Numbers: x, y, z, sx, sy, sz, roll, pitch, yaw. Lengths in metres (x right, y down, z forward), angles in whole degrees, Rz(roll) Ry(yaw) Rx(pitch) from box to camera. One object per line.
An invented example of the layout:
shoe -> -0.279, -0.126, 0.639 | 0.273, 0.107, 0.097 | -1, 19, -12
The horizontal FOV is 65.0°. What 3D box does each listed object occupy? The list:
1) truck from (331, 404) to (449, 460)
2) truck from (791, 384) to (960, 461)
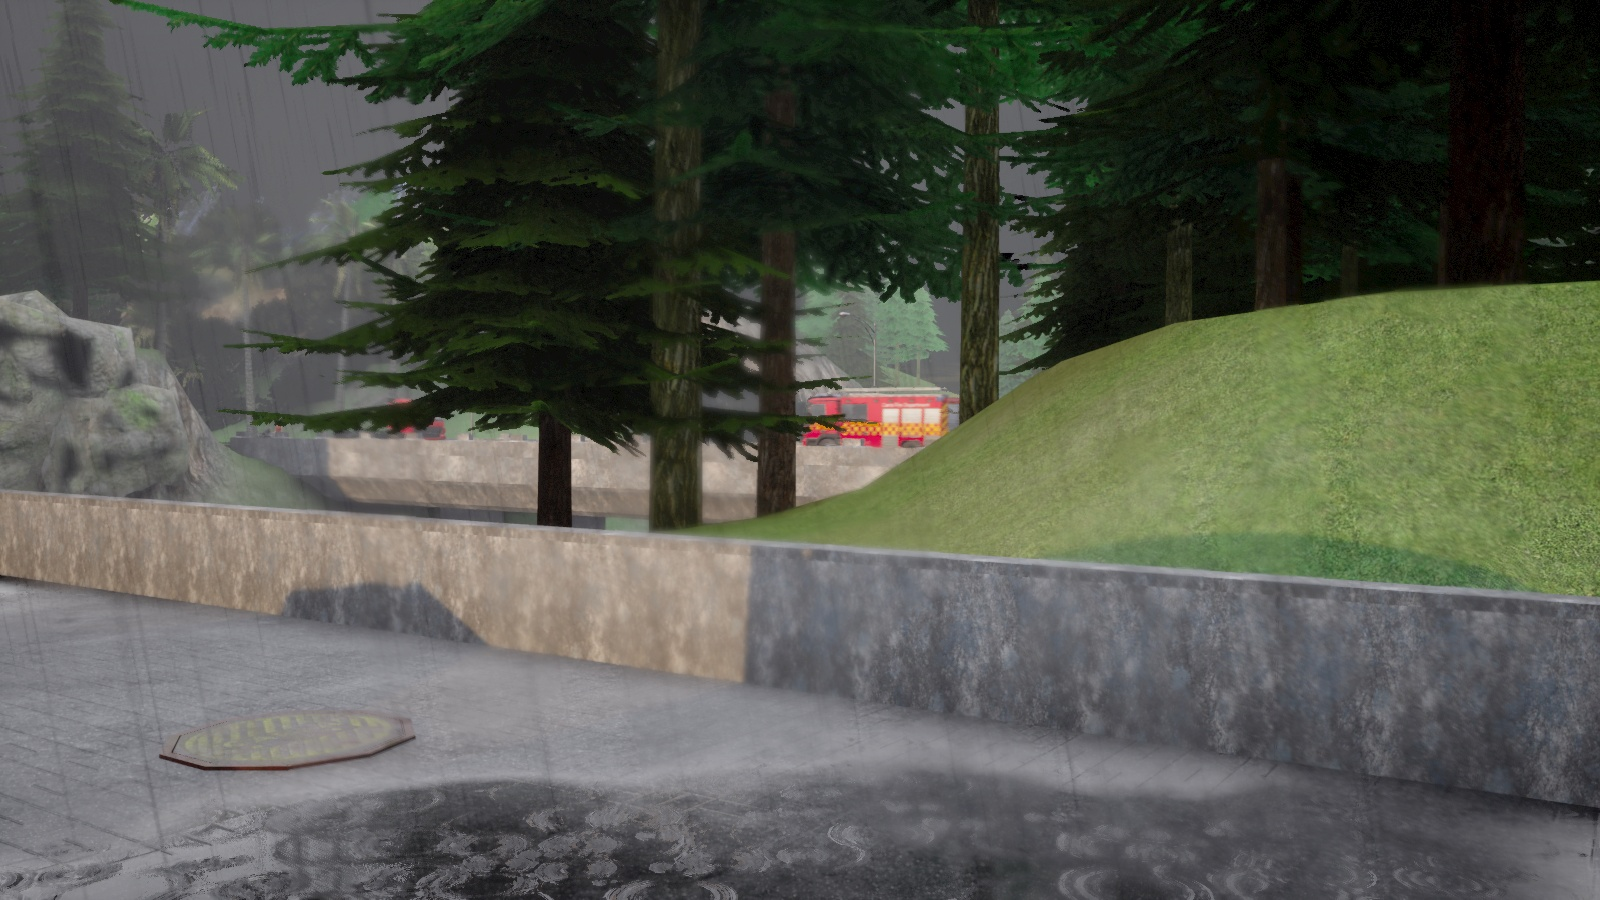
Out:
truck -> -26.595, -1.119, 81.260 | 7.936, 3.462, 2.891 | 0, 1, 34
truck -> 3.891, -1.368, 65.854 | 8.468, 3.827, 2.891 | 0, 1, 34
